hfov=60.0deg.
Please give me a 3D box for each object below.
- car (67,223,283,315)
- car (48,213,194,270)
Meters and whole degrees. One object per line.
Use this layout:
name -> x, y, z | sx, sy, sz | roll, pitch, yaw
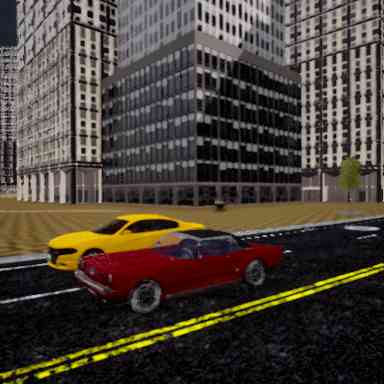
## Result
car -> -0.126, 1.579, 7.669 | 4.718, 1.301, 1.895 | 0, 0, -36
car -> -1.832, 1.457, 10.458 | 5.008, 1.535, 1.882 | 0, 0, -36
